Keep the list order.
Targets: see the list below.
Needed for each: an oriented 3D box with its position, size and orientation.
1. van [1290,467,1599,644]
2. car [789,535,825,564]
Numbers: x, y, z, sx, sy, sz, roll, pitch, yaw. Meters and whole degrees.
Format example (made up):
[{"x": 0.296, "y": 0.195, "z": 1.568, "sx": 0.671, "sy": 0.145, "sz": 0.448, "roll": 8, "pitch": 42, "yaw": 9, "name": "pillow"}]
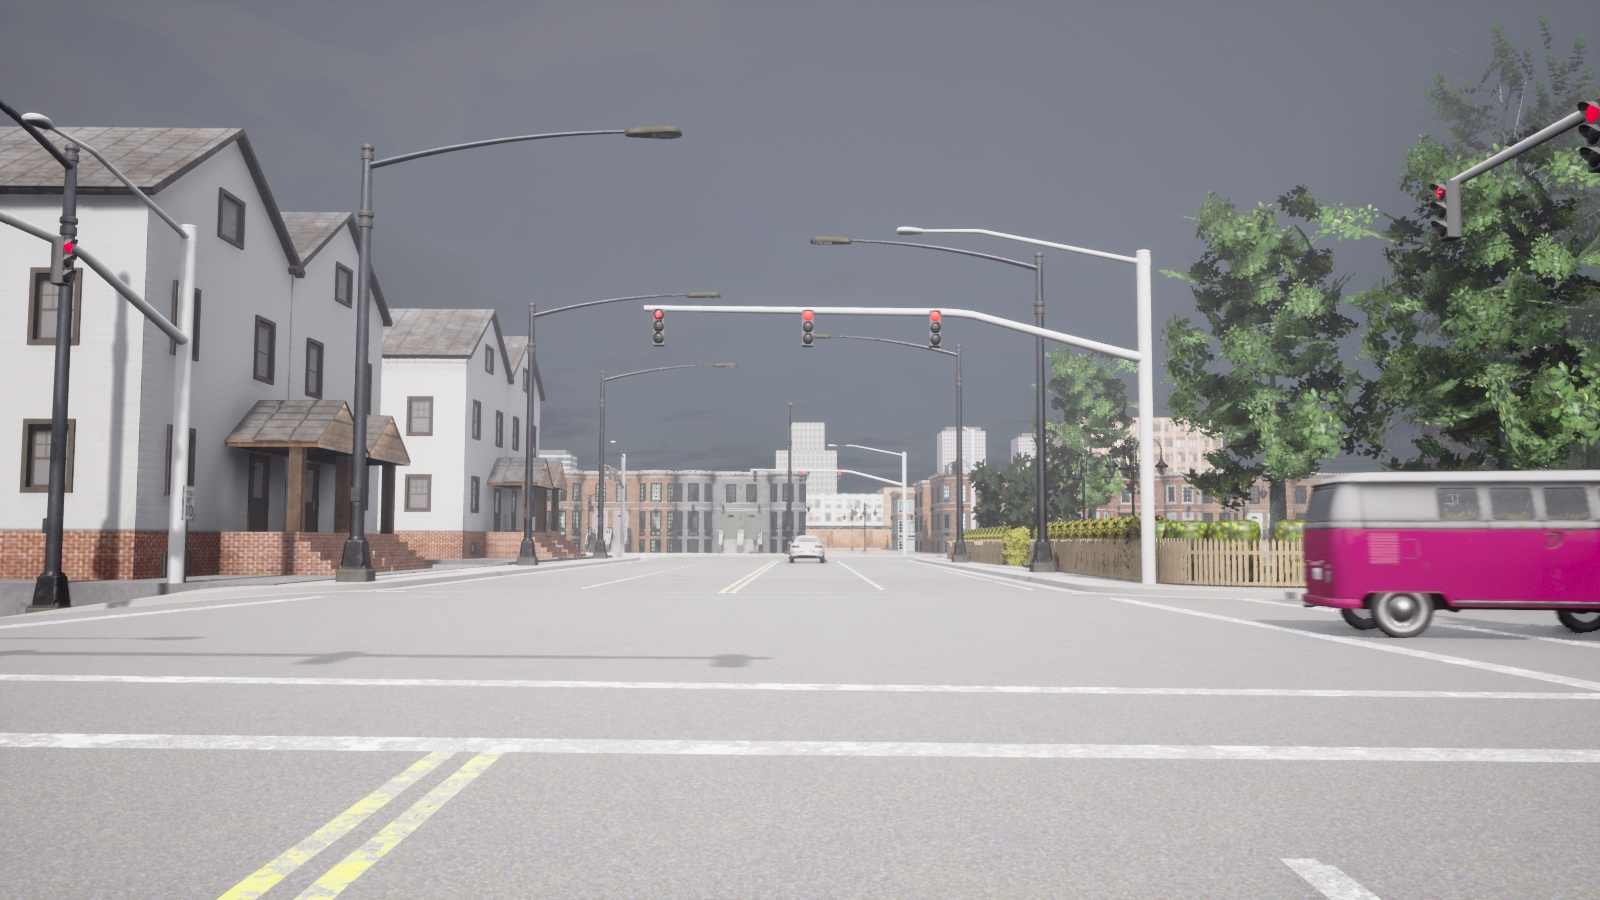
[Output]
[{"x": 8.466, "y": 1.254, "z": 15.141, "sx": 4.442, "sy": 1.987, "sz": 1.775, "roll": 0, "pitch": -4, "yaw": 9, "name": "van"}, {"x": 0.366, "y": 5.253, "z": 66.562, "sx": 1.812, "sy": 1.442, "sz": 4.674, "roll": 0, "pitch": -4, "yaw": 0, "name": "car"}]
